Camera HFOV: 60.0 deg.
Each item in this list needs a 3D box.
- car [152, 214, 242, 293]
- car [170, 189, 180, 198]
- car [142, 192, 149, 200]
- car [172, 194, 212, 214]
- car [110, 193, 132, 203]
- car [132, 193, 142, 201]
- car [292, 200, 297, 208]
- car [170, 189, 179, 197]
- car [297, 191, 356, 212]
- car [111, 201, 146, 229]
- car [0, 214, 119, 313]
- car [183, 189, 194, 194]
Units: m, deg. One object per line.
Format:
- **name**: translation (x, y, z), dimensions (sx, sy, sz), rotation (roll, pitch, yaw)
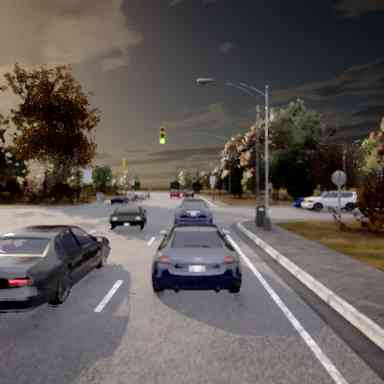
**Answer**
- **car**: translation (0.090, 1.503, 8.748), dimensions (1.994, 1.385, 4.181), rotation (0, 1, 0)
- **car**: translation (-4.030, 0.444, 79.909), dimensions (2.150, 2.045, 5.566), rotation (0, 1, -3)
- **car**: translation (-10.656, 0.982, 68.196), dimensions (1.895, 1.301, 4.718), rotation (0, 1, -1)
- **car**: translation (0.082, 1.192, 19.891), dimensions (2.097, 1.767, 4.553), rotation (0, 0, 0)
- **car**: translation (-10.652, 1.185, 49.138), dimensions (1.895, 1.301, 4.718), rotation (0, 1, 0)
- **car**: translation (-10.639, 0.989, 58.239), dimensions (2.128, 1.511, 4.902), rotation (0, 1, 0)
- **car**: translation (13.900, 1.161, 37.818), dimensions (5.008, 1.535, 1.882), rotation (0, 1, -3)
- **car**: translation (-4.833, 0.276, 90.653), dimensions (2.150, 2.045, 5.566), rotation (0, 1, -7)
- **car**: translation (14.257, 0.935, 34.334), dimensions (5.566, 2.045, 2.150), rotation (0, 1, -3)
- **car**: translation (-3.771, 1.439, 20.131), dimensions (1.895, 1.301, 4.718), rotation (0, 1, -6)
- **car**: translation (-3.406, 1.495, 7.853), dimensions (2.033, 1.411, 5.357), rotation (0, 1, 0)
- **car**: translation (-0.579, 0.684, 80.811), dimensions (1.882, 1.535, 5.008), rotation (0, 1, -4)
